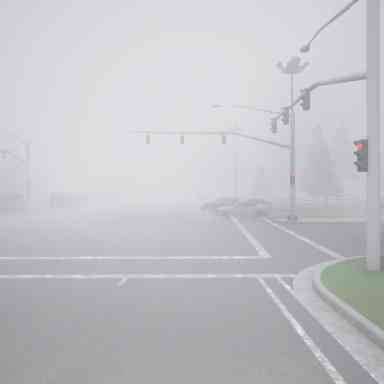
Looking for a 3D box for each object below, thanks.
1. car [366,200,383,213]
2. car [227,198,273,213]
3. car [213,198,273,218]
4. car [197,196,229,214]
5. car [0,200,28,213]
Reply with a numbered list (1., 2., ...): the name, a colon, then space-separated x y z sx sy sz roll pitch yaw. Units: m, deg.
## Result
1. car: 21.641 1.477 36.244 5.008 1.535 1.882 0 0 -1
2. car: 6.434 1.506 36.878 4.892 1.490 1.837 0 1 10
3. car: 4.450 1.526 29.056 4.674 1.442 1.812 0 0 -1
4. car: 3.251 1.352 34.646 4.553 1.767 2.097 0 0 26
5. car: -19.878 1.564 35.587 4.181 1.385 1.994 0 0 1
